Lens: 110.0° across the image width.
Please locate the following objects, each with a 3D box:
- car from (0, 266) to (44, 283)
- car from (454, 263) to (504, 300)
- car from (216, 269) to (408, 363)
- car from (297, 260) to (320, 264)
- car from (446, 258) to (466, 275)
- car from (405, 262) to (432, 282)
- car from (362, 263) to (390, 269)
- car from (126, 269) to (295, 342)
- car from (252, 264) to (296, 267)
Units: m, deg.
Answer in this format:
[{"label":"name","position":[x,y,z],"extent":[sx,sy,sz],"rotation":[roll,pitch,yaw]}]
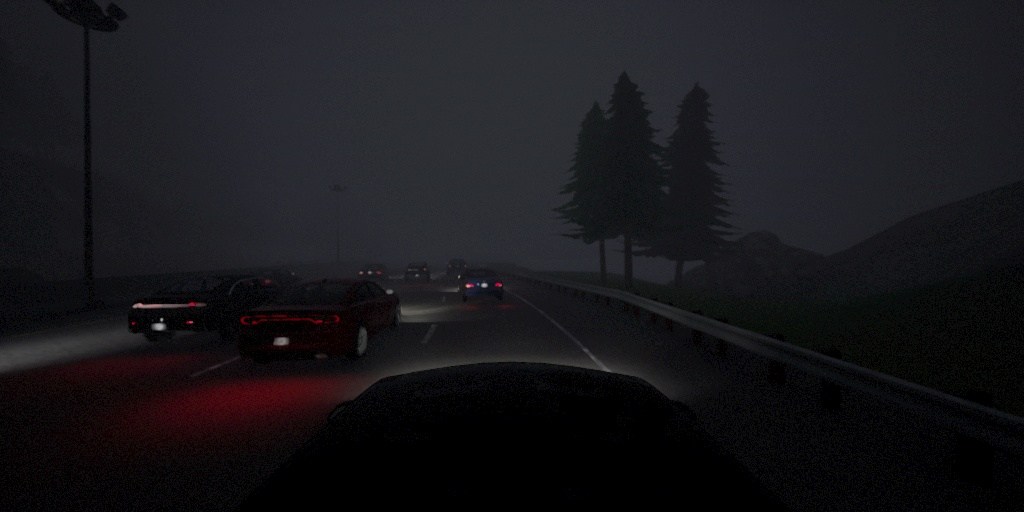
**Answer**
[{"label":"car","position":[-31.079,1.380,21.229],"extent":[1.837,1.490,4.892],"rotation":[0,0,-12]},{"label":"car","position":[-1.586,1.263,17.410],"extent":[2.033,1.411,5.357],"rotation":[0,0,-10]},{"label":"car","position":[-3.968,1.232,8.311],"extent":[1.882,1.535,5.008],"rotation":[0,0,-5]},{"label":"car","position":[-31.546,1.305,56.293],"extent":[1.812,1.442,4.674],"rotation":[0,0,-12]},{"label":"car","position":[-5.900,1.035,37.990],"extent":[2.097,1.767,4.553],"rotation":[0,0,-12]},{"label":"car","position":[-7.412,1.210,28.445],"extent":[2.128,1.511,4.902],"rotation":[0,0,-12]},{"label":"car","position":[-11.119,1.285,29.141],"extent":[2.033,1.411,5.357],"rotation":[0,0,-12]},{"label":"car","position":[-7.626,1.262,9.916],"extent":[2.128,1.511,4.902],"rotation":[0,0,-6]},{"label":"car","position":[-12.573,1.339,18.768],"extent":[1.994,1.385,4.181],"rotation":[0,0,-11]}]
